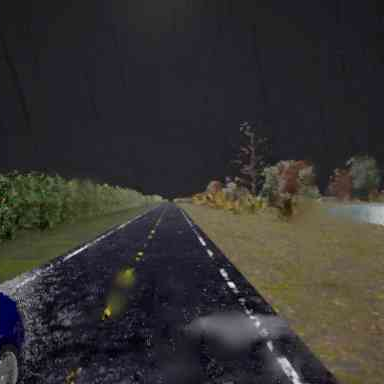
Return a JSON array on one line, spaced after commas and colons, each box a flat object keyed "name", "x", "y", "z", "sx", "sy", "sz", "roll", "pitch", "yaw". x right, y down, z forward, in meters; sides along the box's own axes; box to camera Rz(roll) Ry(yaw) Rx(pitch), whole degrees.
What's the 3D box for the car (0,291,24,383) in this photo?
[{"name": "car", "x": -2.793, "y": 1.594, "z": 2.170, "sx": 1.812, "sy": 1.442, "sz": 4.674, "roll": -2, "pitch": 0, "yaw": -3}]
